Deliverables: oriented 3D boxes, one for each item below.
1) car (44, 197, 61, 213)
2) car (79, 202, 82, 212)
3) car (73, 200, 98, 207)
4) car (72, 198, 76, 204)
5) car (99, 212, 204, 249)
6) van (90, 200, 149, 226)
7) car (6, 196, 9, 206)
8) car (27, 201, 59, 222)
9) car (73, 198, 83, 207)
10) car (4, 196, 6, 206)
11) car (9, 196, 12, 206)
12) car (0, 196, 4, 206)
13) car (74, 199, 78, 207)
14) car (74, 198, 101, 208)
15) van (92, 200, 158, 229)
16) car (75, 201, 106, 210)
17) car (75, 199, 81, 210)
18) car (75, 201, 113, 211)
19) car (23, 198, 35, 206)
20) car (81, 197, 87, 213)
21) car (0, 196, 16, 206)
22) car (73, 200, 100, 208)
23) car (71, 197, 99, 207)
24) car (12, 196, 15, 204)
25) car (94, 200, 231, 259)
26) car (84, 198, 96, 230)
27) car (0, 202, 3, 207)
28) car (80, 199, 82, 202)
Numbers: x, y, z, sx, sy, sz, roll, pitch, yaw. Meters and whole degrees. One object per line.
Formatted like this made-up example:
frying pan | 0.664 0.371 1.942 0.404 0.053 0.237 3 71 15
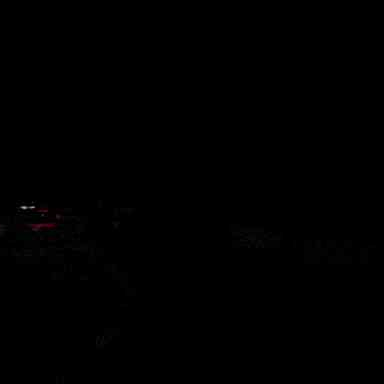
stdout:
car | -18.871 1.744 44.647 2.150 2.045 5.566 1 -1 -21
car | -8.219 1.979 33.263 4.892 1.521 2.231 3 -2 -41
car | -22.992 2.480 71.967 4.674 1.452 2.002 3 -2 -41
car | -16.668 2.242 55.390 5.008 1.535 2.097 3 -1 -41
car | -1.898 1.804 16.656 4.792 1.488 2.163 3 -2 -41
van | -6.018 1.689 27.826 4.442 1.987 1.878 3 -2 -41
car | -37.184 1.880 61.554 4.553 1.767 2.185 1 -1 -41
car | -13.226 1.820 29.842 1.882 1.535 5.008 1 -1 -21
car | -14.551 2.176 49.851 5.008 1.535 2.097 3 -2 -41
car | -36.099 1.847 58.728 4.553 1.767 2.185 1 -1 -41
car | -38.211 1.915 64.414 4.553 1.767 2.185 1 -1 -41
car | -33.904 1.654 53.125 5.566 2.045 2.435 1 -1 -41
car | -13.364 2.147 47.218 5.366 1.575 1.946 3 -2 -41
car | -20.852 2.249 66.462 4.553 1.767 2.185 3 -2 -41
van | -4.963 1.656 25.062 4.442 1.987 1.878 3 -2 -41
car | -17.700 2.305 58.170 4.792 1.488 2.163 3 -2 -41
car | -12.459 2.139 44.302 4.792 1.488 2.163 3 -1 -41
car | -15.473 2.213 52.746 5.366 1.575 1.946 3 -2 -41
car | -33.251 2.052 68.016 1.882 1.535 5.008 1 -1 -21
car | -4.010 1.591 22.196 5.566 2.045 2.435 3 -2 -41
car | -40.404 1.856 70.020 5.566 2.045 2.435 1 -1 -41
car | -21.932 2.408 69.206 4.892 1.521 2.231 3 -1 -41
car | -24.024 2.222 74.762 5.566 2.045 2.435 3 -2 -41
car | -39.320 2.075 67.215 4.892 1.521 2.231 1 -1 -41
car | -0.815 1.491 13.951 5.566 2.045 2.435 3 -2 -41
car | -2.956 1.557 19.431 5.566 2.045 2.435 3 -1 -41
car | -18.742 1.852 29.950 1.895 1.301 4.718 1 -1 -21
car | -9.249 1.887 36.056 4.553 1.767 2.185 3 -2 -41
